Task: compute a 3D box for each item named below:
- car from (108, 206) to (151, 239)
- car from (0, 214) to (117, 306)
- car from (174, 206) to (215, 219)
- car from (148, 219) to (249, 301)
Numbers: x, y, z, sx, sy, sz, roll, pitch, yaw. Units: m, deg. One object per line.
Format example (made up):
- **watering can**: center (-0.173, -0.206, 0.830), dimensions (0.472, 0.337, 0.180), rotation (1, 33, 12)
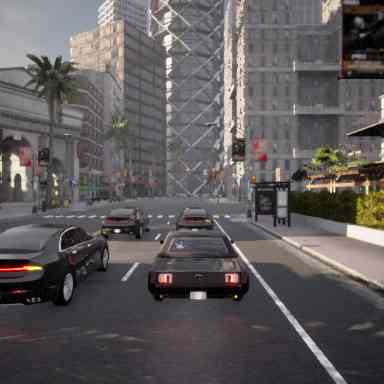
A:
- **car**: center (-3.362, 1.505, 17.433), dimensions (1.837, 1.490, 4.892), rotation (0, 0, 0)
- **car**: center (-3.370, 1.505, 8.027), dimensions (1.837, 1.490, 4.892), rotation (0, 0, 0)
- **car**: center (0.137, 1.505, 17.548), dimensions (1.837, 1.490, 4.892), rotation (0, 0, 0)
- **car**: center (0.122, 1.601, 8.285), dimensions (1.895, 1.301, 4.718), rotation (0, 0, 0)
